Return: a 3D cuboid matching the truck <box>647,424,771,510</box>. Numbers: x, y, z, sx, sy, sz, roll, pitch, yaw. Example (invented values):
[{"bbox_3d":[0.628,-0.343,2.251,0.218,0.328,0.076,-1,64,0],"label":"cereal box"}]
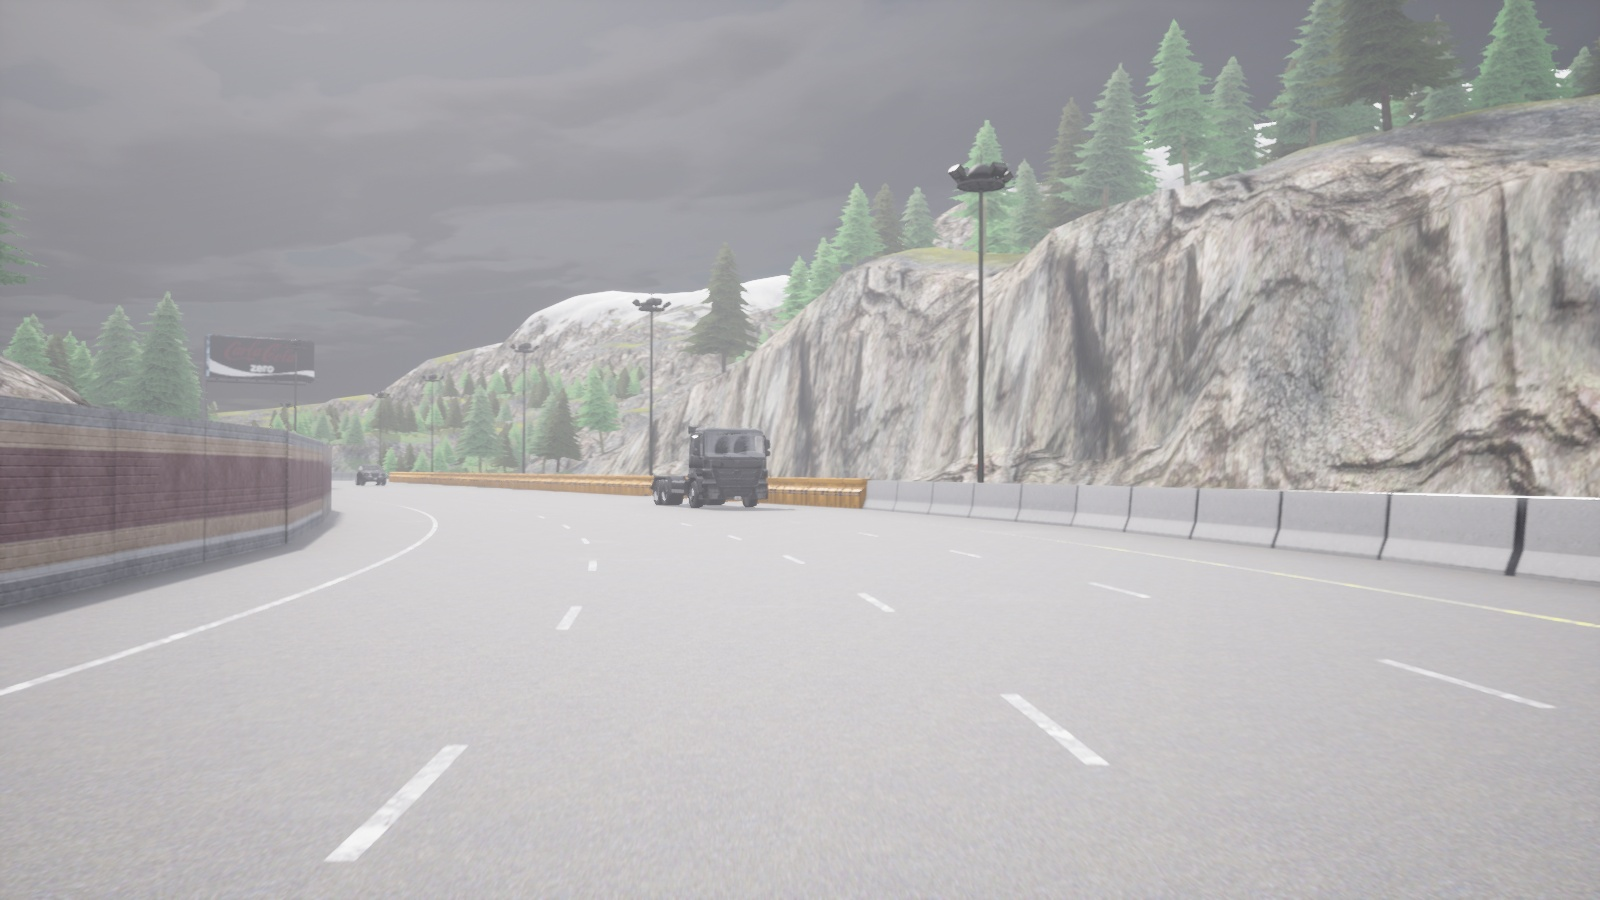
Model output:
[{"bbox_3d":[-4.117,0.766,54.656,2.891,3.462,7.936,0,-1,-24],"label":"truck"}]
